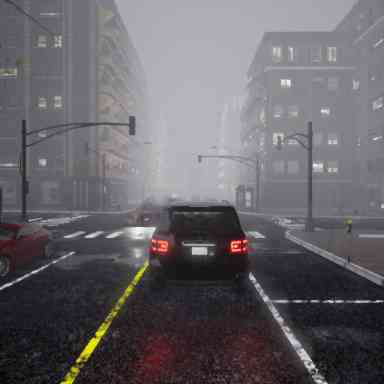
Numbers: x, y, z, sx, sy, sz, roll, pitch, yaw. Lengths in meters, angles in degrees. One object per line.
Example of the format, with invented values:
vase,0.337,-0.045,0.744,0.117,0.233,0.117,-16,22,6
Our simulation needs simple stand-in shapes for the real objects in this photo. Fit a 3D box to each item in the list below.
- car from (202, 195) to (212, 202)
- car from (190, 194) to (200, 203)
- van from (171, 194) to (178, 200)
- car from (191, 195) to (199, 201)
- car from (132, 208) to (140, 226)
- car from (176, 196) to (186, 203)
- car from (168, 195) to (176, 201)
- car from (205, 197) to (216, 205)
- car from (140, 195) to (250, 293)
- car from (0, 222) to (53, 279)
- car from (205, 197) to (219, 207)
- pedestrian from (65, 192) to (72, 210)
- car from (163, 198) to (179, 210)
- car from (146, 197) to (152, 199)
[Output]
car,3.396,1.440,76.097,1.967,1.590,4.097,0,0,1
car,0.695,1.354,72.850,2.097,1.767,4.553,0,0,1
van,-4.824,1.340,93.098,1.690,1.788,3.998,0,0,1
car,0.773,1.477,82.626,1.882,1.535,5.008,0,0,1
car,-2.892,1.562,23.254,1.994,1.385,4.181,0,0,1
car,-2.337,1.593,71.233,1.895,1.301,4.718,0,0,1
car,-4.932,1.525,81.650,1.752,1.417,4.829,0,0,1
car,3.237,1.543,59.181,1.887,1.381,4.507,0,0,1
car,0.168,1.221,9.026,2.150,2.045,5.566,0,0,1
car,-5.610,1.581,9.942,1.802,1.307,4.206,0,0,1
car,3.183,1.549,53.543,2.008,1.369,4.403,0,0,1
pedestrian,-12.408,0.902,33.411,0.375,1.860,0.375,0,-1,0
car,-2.701,1.524,43.302,1.812,1.442,4.674,0,0,1
car,-5.304,1.438,42.351,1.967,1.590,4.097,0,0,1
